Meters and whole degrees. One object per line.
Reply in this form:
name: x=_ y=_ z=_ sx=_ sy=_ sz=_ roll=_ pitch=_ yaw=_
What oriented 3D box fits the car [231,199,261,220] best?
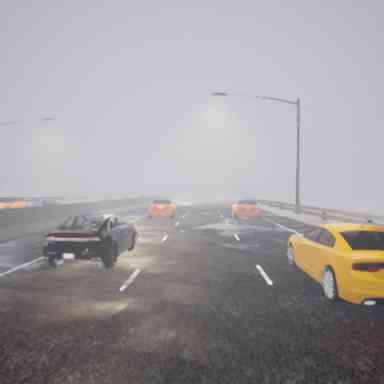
car: x=4.568 y=1.358 z=28.694 sx=2.097 sy=1.767 sz=4.553 roll=0 pitch=0 yaw=3

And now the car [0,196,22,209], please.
car: x=-16.605 y=1.178 z=29.576 sx=2.097 sy=1.767 sz=4.553 roll=0 pitch=0 yaw=3

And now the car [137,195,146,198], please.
car: x=-10.699 y=1.390 z=71.344 sx=1.837 sy=1.490 sz=4.892 roll=0 pitch=0 yaw=4

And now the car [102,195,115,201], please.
car: x=-17.682 y=1.371 z=71.833 sx=2.033 sy=1.411 sz=5.357 roll=0 pitch=0 yaw=4

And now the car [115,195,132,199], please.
car: x=-14.190 y=1.386 z=71.588 sx=2.128 sy=1.511 sz=4.902 roll=0 pitch=0 yaw=4

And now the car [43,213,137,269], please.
car: x=-3.116 y=1.450 z=11.042 sx=2.128 sy=1.511 sz=4.902 roll=0 pitch=0 yaw=2

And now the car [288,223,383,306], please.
car: x=3.791 y=1.499 z=8.200 sx=1.882 sy=1.535 sz=5.008 roll=0 pitch=0 yaw=2

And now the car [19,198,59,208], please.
car: x=-13.100 y=1.420 z=29.693 sx=1.994 sy=1.385 sz=4.181 roll=0 pitch=0 yaw=3

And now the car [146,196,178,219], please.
car: x=-2.429 y=1.299 z=28.922 sx=2.097 sy=1.767 sz=4.553 roll=0 pitch=0 yaw=3
